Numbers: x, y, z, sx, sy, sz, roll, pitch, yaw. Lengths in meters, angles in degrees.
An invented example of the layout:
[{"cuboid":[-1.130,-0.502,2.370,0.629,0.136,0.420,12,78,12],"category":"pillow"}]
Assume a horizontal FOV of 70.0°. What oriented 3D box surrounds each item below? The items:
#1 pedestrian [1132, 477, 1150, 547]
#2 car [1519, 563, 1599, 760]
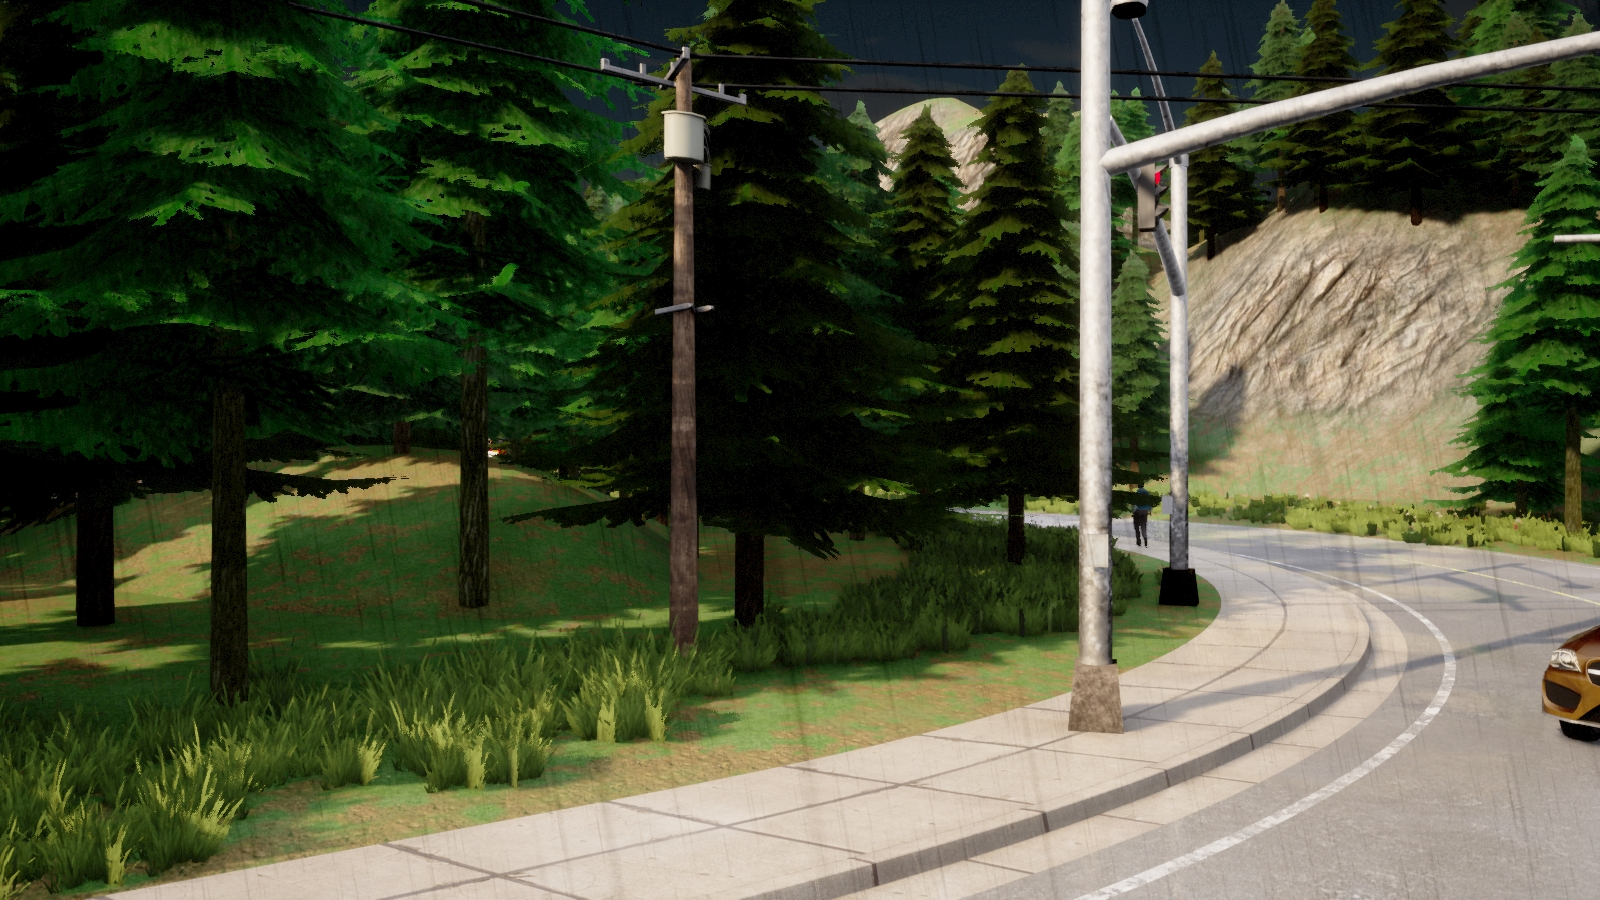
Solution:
[{"cuboid":[9.249,1.669,30.957,0.375,1.860,0.375,0,0,0],"category":"pedestrian"},{"cuboid":[9.577,1.970,11.147,5.027,1.651,2.152,0,0,-29],"category":"car"}]
